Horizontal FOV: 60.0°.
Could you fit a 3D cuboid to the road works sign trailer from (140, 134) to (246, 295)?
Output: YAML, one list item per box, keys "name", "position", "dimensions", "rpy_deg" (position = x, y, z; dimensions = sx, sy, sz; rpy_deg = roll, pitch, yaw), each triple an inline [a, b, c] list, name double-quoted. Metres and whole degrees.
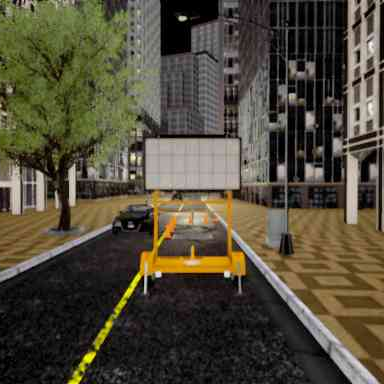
- name: "road works sign trailer"
  position: [0.017, 0.366, 8.387]
  dimensions: [2.380, 3.560, 2.880]
  rpy_deg: [0, 1, 0]

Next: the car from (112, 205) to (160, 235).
- name: "car"
  position: [-2.815, 1.367, 17.302]
  dimensions: [1.994, 1.385, 4.181]
  rpy_deg: [0, 1, 0]

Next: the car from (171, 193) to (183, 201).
- name: "car"
  position: [-2.683, 0.881, 60.238]
  dimensions: [1.837, 1.490, 4.892]
  rpy_deg: [0, 1, 1]
